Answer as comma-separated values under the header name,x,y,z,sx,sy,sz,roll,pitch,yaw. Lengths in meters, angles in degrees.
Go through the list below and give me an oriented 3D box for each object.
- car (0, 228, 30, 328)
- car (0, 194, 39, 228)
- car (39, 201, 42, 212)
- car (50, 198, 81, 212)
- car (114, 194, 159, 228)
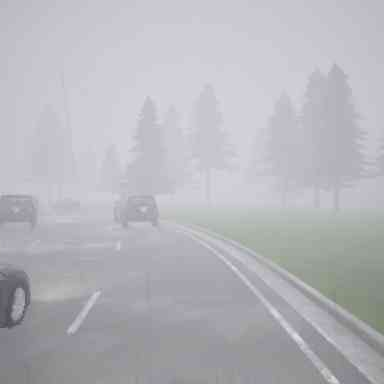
name,x,y,z,sx,sy,sz,roll,pitch,yaw
car,-3.699,1.500,4.014,1.837,1.490,4.892,0,0,-4
car,-11.320,1.166,21.618,2.150,2.045,5.566,0,0,-26
car,-18.257,1.256,36.228,4.553,1.767,2.097,0,1,43
car,-14.185,1.408,37.589,1.812,1.442,4.674,0,0,-44
car,-3.758,1.140,21.893,2.150,2.045,5.566,0,1,-21
